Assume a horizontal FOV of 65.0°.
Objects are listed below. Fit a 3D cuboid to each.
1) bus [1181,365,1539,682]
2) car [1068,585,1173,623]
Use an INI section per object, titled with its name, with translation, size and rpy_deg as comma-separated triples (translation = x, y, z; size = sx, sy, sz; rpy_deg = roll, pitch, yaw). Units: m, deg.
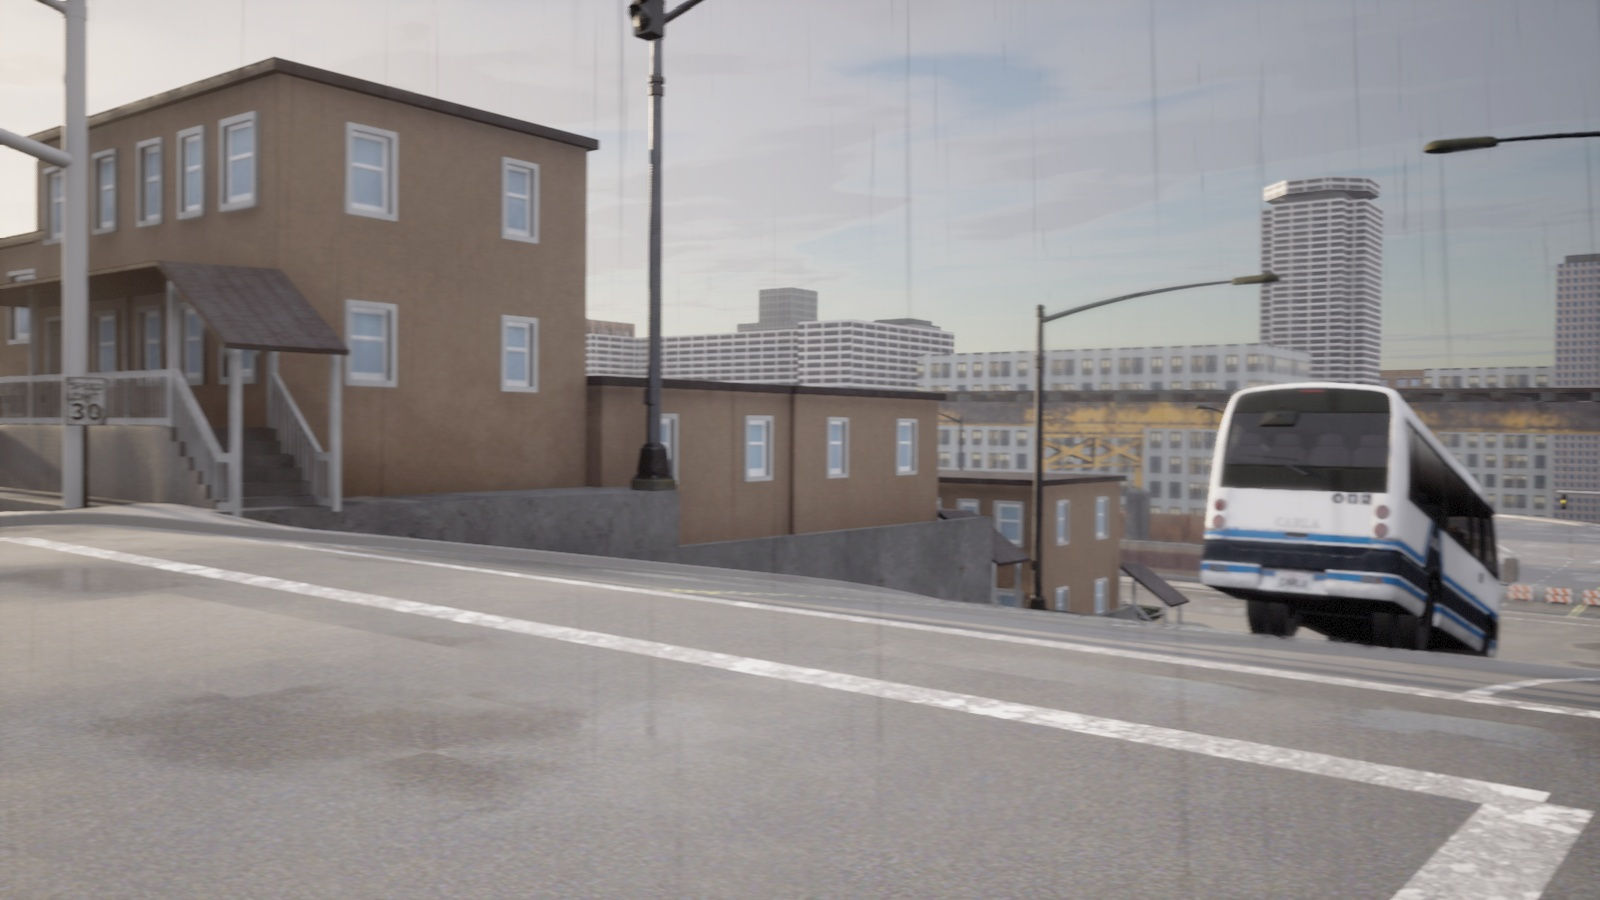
[bus]
translation = 11.614, 1.839, 25.053
size = 3.944, 4.253, 10.273
rpy_deg = 0, -13, 38
[car]
translation = 15.974, 7.660, 62.681
size = 4.718, 1.301, 1.895
rpy_deg = 0, 1, 39
